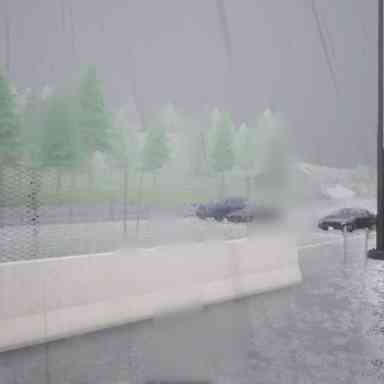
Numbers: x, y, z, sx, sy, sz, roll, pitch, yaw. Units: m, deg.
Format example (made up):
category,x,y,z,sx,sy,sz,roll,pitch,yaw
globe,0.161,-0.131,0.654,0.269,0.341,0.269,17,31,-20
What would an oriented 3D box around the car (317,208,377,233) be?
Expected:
category,x,y,z,sx,sy,sz,roll,pitch,yaw
car,10.030,1.732,21.093,5.357,1.411,2.033,1,0,-42
